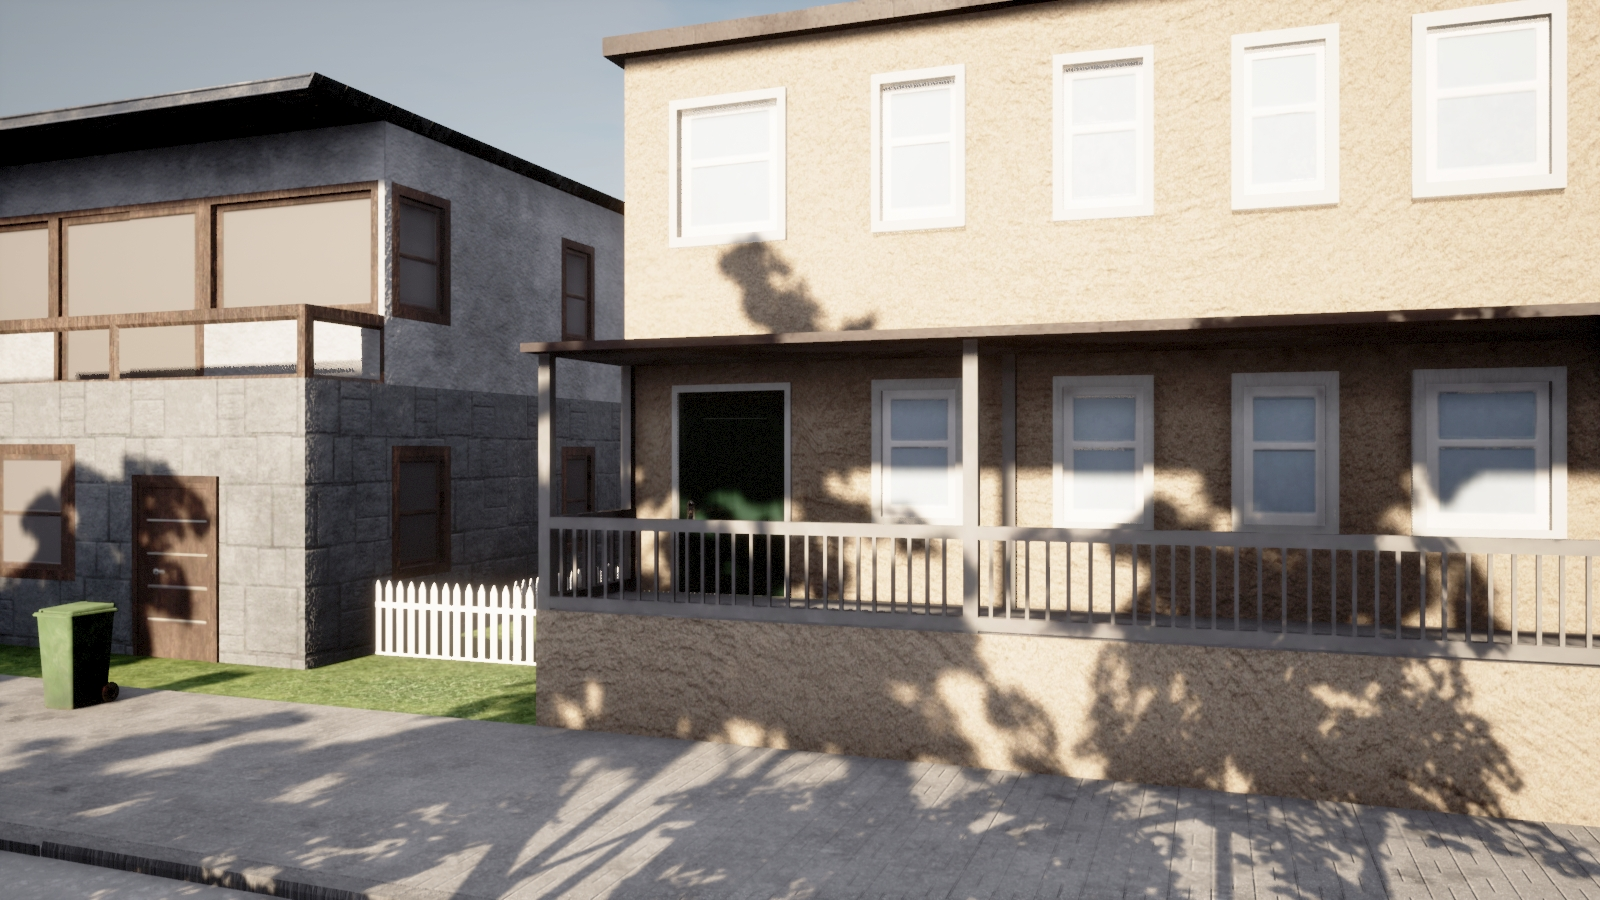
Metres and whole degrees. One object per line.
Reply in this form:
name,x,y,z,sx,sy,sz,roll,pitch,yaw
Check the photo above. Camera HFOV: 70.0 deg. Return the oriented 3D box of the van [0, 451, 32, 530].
van,-27.753,1.329,35.973,1.988,2.561,5.915,0,0,20
